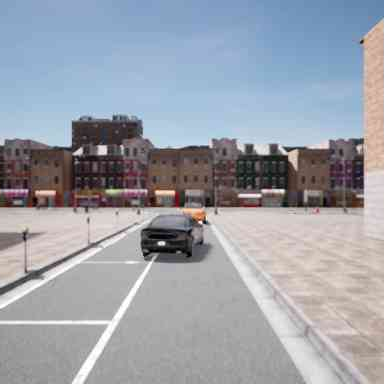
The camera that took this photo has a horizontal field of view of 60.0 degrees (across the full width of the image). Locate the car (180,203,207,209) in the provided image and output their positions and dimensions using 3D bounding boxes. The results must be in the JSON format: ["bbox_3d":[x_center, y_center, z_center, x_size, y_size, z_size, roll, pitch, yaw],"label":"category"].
[{"bbox_3d":[0.068,1.690,28.125,2.097,1.767,4.553,0,-1,-1],"label":"car"}]

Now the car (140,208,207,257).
[{"bbox_3d":[-0.678,1.643,13.865,1.882,1.535,5.008,0,-1,9],"label":"car"}]

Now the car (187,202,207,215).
[{"bbox_3d":[0.689,2.027,41.119,1.812,1.442,4.674,0,-1,10],"label":"car"}]
